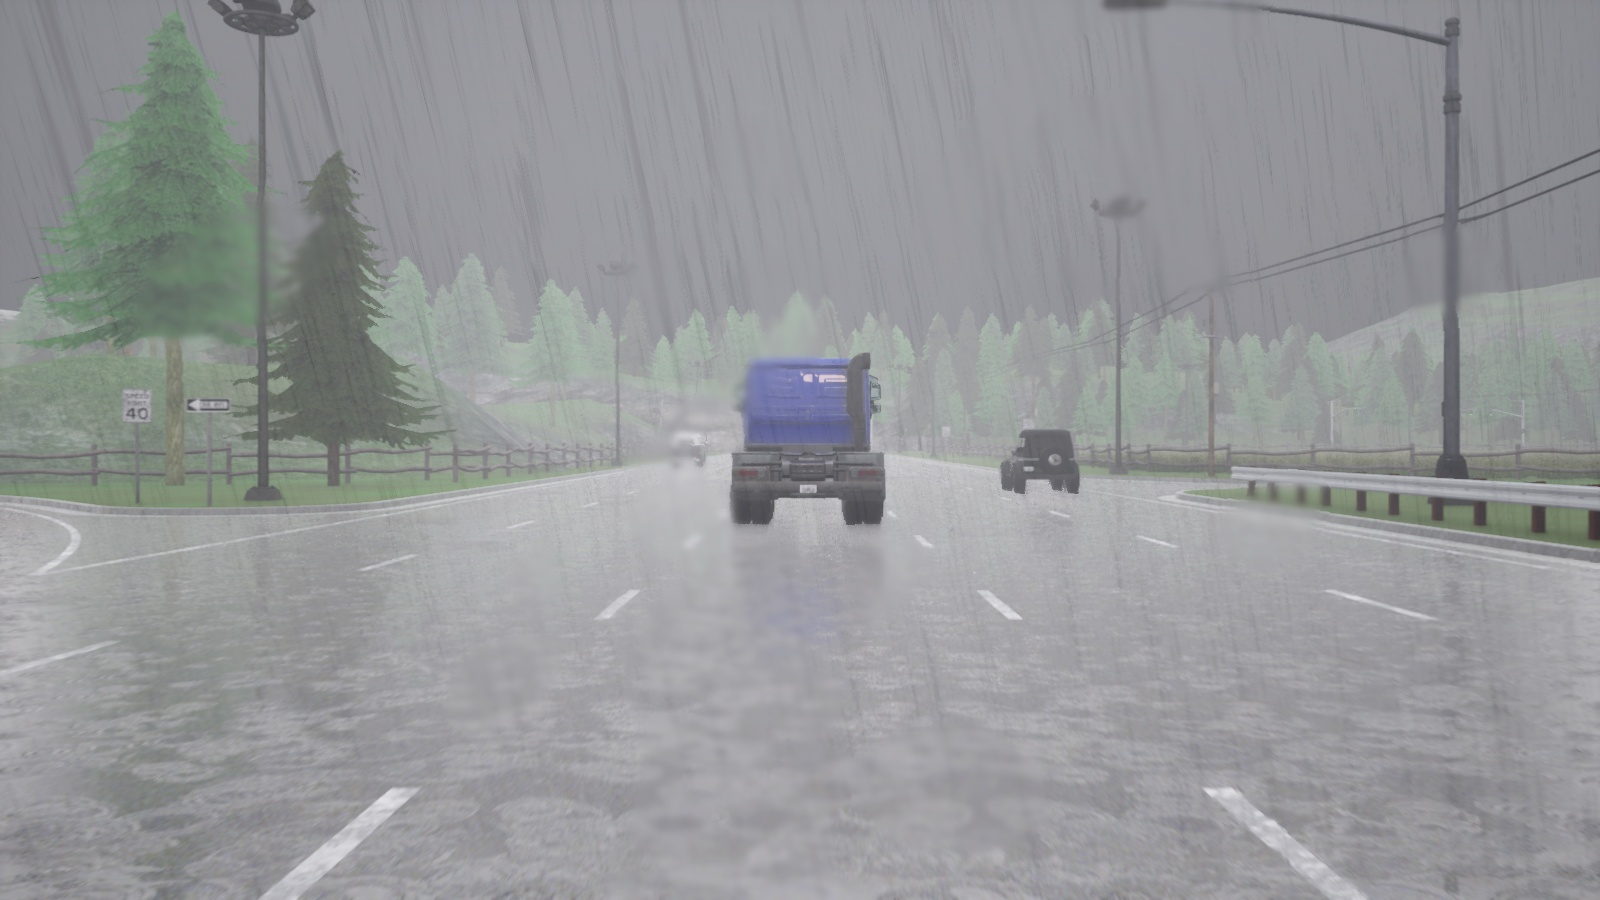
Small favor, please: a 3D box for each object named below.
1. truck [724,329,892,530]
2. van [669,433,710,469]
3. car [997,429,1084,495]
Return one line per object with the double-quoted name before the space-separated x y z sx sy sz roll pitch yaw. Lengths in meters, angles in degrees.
"truck" 0.161 -0.380 25.660 2.891 3.462 7.936 0 0 0
"van" -6.562 0.043 74.996 2.069 2.038 4.480 0 1 0
"car" 7.230 0.333 38.082 1.905 1.878 3.866 0 0 0
